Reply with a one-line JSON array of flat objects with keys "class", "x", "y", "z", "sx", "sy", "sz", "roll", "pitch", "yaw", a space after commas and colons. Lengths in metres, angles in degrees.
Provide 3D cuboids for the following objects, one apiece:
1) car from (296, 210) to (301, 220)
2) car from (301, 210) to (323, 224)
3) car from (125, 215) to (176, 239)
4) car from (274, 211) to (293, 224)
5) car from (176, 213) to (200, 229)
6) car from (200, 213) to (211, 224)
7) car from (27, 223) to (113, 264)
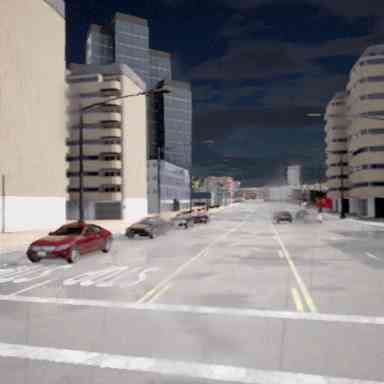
[{"class": "car", "x": 17.533, "y": 3.611, "z": 52.532, "sx": 1.812, "sy": 1.442, "sz": 4.674, "roll": -1, "pitch": -2, "yaw": 12}, {"class": "car", "x": 15.426, "y": 3.244, "z": 42.457, "sx": 1.812, "sy": 1.442, "sz": 4.674, "roll": -1, "pitch": -3, "yaw": 13}, {"class": "car", "x": -3.013, "y": 2.531, "z": 23.973, "sx": 2.033, "sy": 1.411, "sz": 5.357, "roll": -1, "pitch": -3, "yaw": 12}, {"class": "car", "x": 12.023, "y": 3.300, "z": 43.291, "sx": 1.837, "sy": 1.490, "sz": 4.892, "roll": -1, "pitch": -3, "yaw": 13}, {"class": "car", "x": -0.942, "y": 2.939, "z": 33.577, "sx": 2.128, "sy": 1.511, "sz": 4.902, "roll": -1, "pitch": -3, "yaw": 12}, {"class": "car", "x": 1.201, "y": 3.487, "z": 43.394, "sx": 1.994, "sy": 1.385, "sz": 4.181, "roll": -1, "pitch": -3, "yaw": 13}, {"class": "car", "x": -5.035, "y": 2.110, "z": 14.527, "sx": 1.812, "sy": 1.442, "sz": 4.674, "roll": -1, "pitch": -2, "yaw": 12}]
